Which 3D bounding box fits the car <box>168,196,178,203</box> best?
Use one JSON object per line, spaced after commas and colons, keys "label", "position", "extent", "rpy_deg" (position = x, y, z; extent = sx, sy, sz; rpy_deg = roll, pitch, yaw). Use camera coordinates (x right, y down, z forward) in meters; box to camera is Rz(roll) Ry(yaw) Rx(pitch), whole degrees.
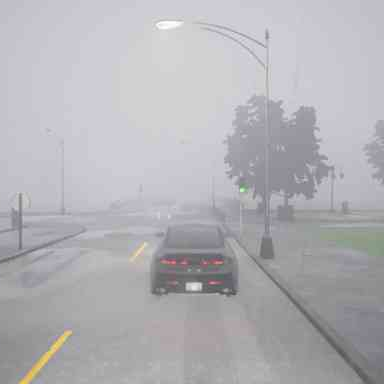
{"label": "car", "position": [-4.023, 1.520, 70.408], "extent": [1.837, 1.490, 4.892], "rpy_deg": [0, 0, 0]}

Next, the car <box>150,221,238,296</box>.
{"label": "car", "position": [0.059, 1.508, 8.641], "extent": [1.837, 1.490, 4.892], "rpy_deg": [0, 0, 0]}

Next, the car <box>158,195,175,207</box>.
{"label": "car", "position": [-4.111, 1.519, 50.800], "extent": [1.837, 1.490, 4.892], "rpy_deg": [0, 0, 0]}

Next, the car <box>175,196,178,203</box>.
{"label": "car", "position": [-4.090, 1.618, 60.194], "extent": [1.895, 1.301, 4.718], "rpy_deg": [0, 0, 0]}
